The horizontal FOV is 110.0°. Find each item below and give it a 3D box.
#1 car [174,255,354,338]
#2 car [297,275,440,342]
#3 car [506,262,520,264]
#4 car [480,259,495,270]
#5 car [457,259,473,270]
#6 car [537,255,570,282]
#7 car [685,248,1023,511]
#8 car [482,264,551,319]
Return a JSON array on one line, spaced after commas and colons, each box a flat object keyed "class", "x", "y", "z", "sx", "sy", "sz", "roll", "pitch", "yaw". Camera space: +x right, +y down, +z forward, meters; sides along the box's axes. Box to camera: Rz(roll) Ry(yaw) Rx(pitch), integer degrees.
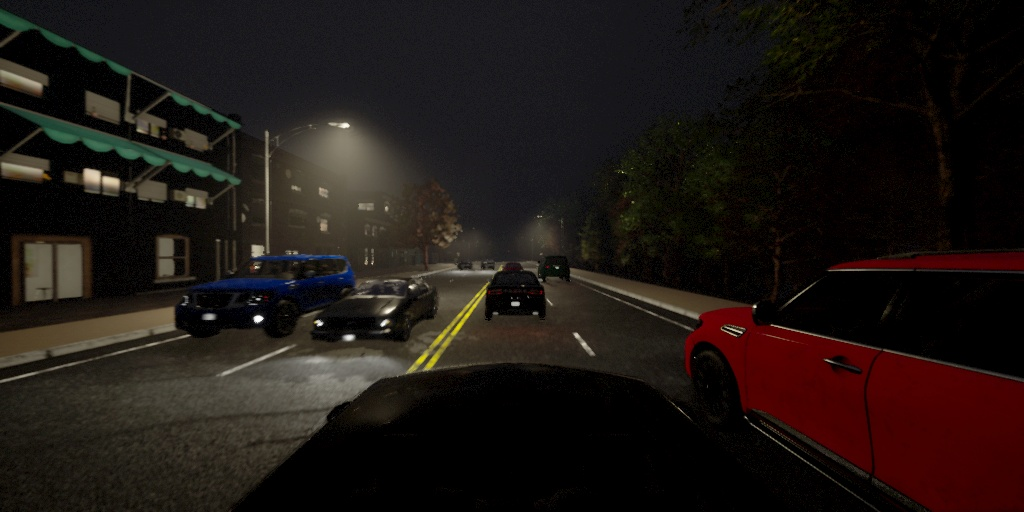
[{"class": "car", "x": -6.600, "y": 0.972, "z": 10.575, "sx": 2.150, "sy": 2.045, "sz": 5.566, "roll": 0, "pitch": 0, "yaw": 0}, {"class": "car", "x": -3.350, "y": 1.298, "z": 10.029, "sx": 2.033, "sy": 1.411, "sz": 5.357, "roll": 0, "pitch": 0, "yaw": 0}, {"class": "car", "x": 0.100, "y": 1.277, "z": 31.006, "sx": 1.812, "sy": 1.442, "sz": 4.674, "roll": 0, "pitch": 0, "yaw": 0}, {"class": "car", "x": -3.447, "y": 1.244, "z": 51.396, "sx": 2.128, "sy": 1.511, "sz": 4.902, "roll": 0, "pitch": 0, "yaw": -1}, {"class": "car", "x": -6.697, "y": 1.244, "z": 51.343, "sx": 2.128, "sy": 1.511, "sz": 4.902, "roll": 0, "pitch": 0, "yaw": -1}, {"class": "car", "x": 3.350, "y": 0.973, "z": 29.293, "sx": 2.150, "sy": 2.045, "sz": 5.566, "roll": 0, "pitch": 0, "yaw": 0}, {"class": "car", "x": 3.361, "y": 0.972, "z": 2.412, "sx": 2.150, "sy": 2.045, "sz": 5.566, "roll": 0, "pitch": 0, "yaw": 0}, {"class": "car", "x": 0.101, "y": 1.228, "z": 12.800, "sx": 1.882, "sy": 1.535, "sz": 5.008, "roll": 0, "pitch": 0, "yaw": 0}]
